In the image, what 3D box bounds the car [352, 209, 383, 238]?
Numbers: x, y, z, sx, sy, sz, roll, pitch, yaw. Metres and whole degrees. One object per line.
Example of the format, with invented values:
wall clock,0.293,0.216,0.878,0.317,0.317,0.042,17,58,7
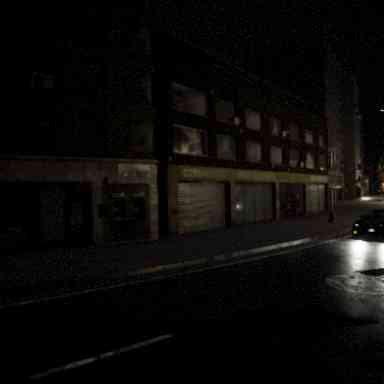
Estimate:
car,9.672,1.580,16.843,1.994,1.385,4.181,-2,-1,44
